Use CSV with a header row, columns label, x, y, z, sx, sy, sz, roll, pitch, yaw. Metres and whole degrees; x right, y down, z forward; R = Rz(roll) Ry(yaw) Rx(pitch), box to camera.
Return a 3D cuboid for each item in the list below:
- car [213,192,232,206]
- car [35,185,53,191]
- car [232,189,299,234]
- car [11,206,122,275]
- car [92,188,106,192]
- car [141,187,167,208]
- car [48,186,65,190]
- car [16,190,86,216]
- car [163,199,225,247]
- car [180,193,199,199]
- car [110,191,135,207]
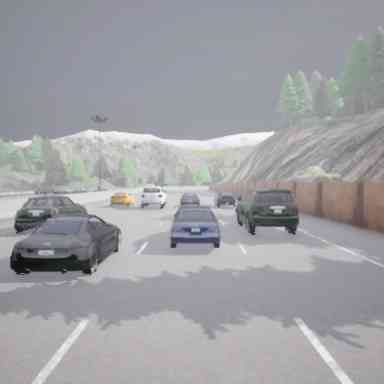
label,x,y,z,sx,sy,sz,roll,pitch,yaw
car,3.275,0.737,33.517,1.837,1.490,4.892,0,1,-1
car,-29.073,-0.349,65.775,2.150,2.045,5.566,0,1,-1
car,3.580,0.839,16.628,2.150,2.045,5.566,0,1,0
car,-3.393,1.338,9.745,1.994,1.385,4.181,0,1,0
car,-18.586,-0.110,66.472,1.882,1.535,5.008,0,1,-1
car,-3.705,0.474,32.618,2.150,2.045,5.566,0,1,-1
car,-25.546,0.085,64.617,1.895,1.301,4.718,0,1,-1
car,-6.929,0.963,16.858,2.097,1.767,4.553,0,1,-1
car,0.102,1.238,13.388,2.033,1.411,5.357,0,1,0
car,-0.242,0.781,34.192,1.994,1.385,4.181,0,1,-1
car,-7.262,0.674,35.032,1.882,1.535,5.008,0,1,-1
